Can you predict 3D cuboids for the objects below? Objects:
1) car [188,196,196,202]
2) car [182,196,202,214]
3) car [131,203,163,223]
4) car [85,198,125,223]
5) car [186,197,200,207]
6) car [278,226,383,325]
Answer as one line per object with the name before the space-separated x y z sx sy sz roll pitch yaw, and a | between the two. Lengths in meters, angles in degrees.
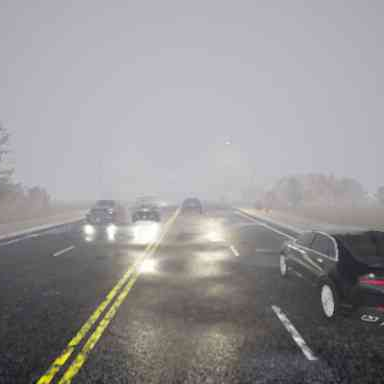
car | -0.004 1.538 73.586 1.895 1.301 4.718 0 0 0
car | 0.001 1.330 35.512 2.097 1.767 4.553 0 0 0
car | -3.308 1.551 25.281 1.994 1.385 4.181 0 0 1
car | -6.555 1.337 25.575 2.097 1.767 4.553 0 0 1
car | 0.099 1.511 51.614 2.033 1.411 5.357 0 0 0
car | 3.250 1.502 7.179 1.837 1.490 4.892 0 0 0
